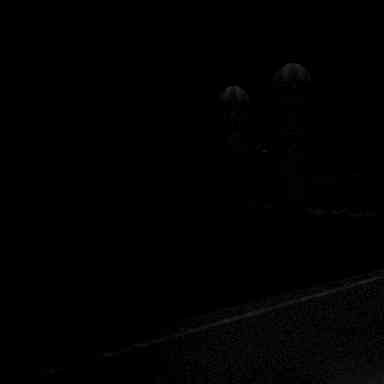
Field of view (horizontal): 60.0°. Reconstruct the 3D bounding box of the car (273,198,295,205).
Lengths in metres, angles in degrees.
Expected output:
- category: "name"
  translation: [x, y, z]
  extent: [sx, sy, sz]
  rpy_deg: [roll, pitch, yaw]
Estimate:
- category: "car"
  translation: [14.219, 1.801, 51.559]
  extent: [3.988, 1.617, 1.851]
  rpy_deg: [1, 0, -35]
